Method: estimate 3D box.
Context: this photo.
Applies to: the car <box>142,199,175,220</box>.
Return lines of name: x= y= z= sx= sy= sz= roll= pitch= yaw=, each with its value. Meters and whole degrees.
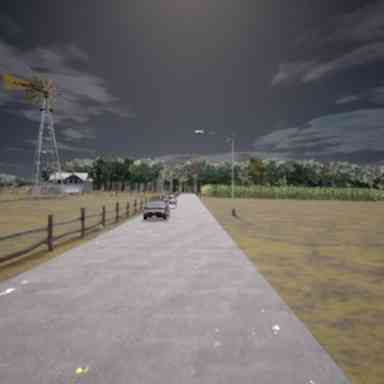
car: x=-2.797 y=1.446 z=27.253 sx=2.033 sy=1.411 sz=5.357 roll=0 pitch=0 yaw=0
